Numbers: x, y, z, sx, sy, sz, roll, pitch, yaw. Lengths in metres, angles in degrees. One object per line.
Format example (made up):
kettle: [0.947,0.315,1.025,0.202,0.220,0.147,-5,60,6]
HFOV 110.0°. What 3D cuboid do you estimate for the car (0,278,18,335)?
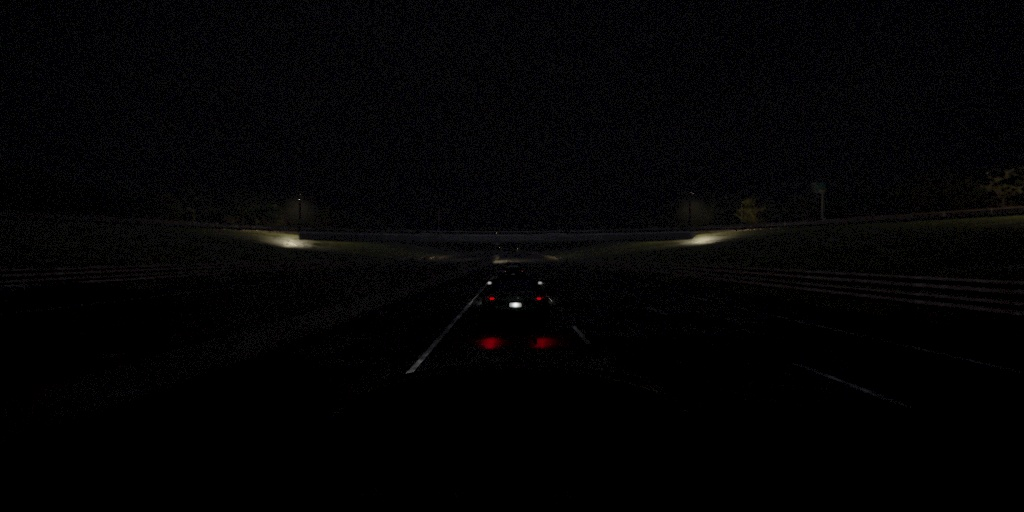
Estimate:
car: [-14.082,1.298,6.803,2.033,1.411,5.357,0,0,0]

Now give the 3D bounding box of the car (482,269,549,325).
car: [0.098,1.310,11.825,1.994,1.385,4.181,0,0,0]

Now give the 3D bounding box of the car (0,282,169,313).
car: [-10.578,1.297,7.845,2.033,1.411,5.357,0,0,1]

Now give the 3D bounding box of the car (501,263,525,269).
car: [0.094,1.263,29.356,1.812,1.442,4.674,0,0,0]
